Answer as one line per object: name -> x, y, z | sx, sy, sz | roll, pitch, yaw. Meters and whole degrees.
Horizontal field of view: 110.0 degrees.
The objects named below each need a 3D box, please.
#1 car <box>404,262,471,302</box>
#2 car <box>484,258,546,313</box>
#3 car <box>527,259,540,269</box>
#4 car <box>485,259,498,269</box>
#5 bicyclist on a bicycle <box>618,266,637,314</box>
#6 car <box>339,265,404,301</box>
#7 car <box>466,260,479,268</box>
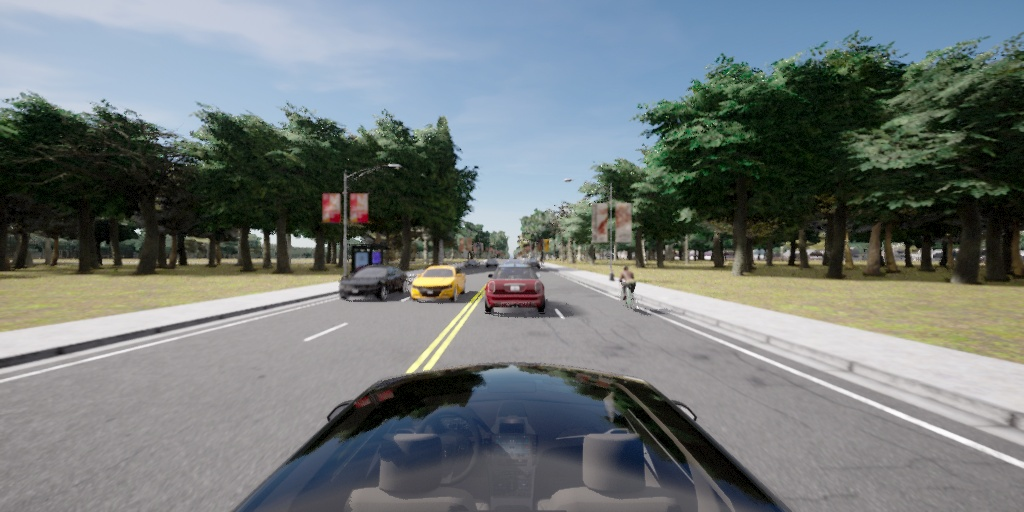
car -> -3.347, 1.213, 17.135 | 1.882, 1.535, 5.008 | 0, 0, 0
car -> 0.103, 1.090, 14.004 | 2.097, 1.767, 4.553 | 0, 0, 0
car -> 3.371, 1.232, 56.674 | 1.812, 1.442, 4.674 | 0, 0, 0
car -> -3.289, 1.209, 58.317 | 1.837, 1.490, 4.892 | 0, 0, 0
bicyclist on a bicycle -> 4.146, 1.192, 12.887 | 0.582, 1.620, 1.656 | 0, 0, 0
car -> -6.596, 1.213, 17.583 | 1.882, 1.535, 5.008 | 0, 0, 0
car -> -6.539, 1.268, 58.812 | 1.994, 1.385, 4.181 | 0, 0, 0
